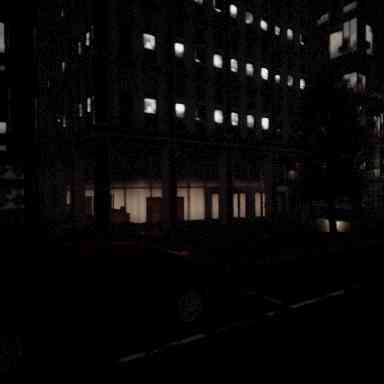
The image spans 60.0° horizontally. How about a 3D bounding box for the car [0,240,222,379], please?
[{"bbox_3d":[-1.562,1.545,5.458,4.507,1.381,1.887,0,-1,-35],"label":"car"}]
